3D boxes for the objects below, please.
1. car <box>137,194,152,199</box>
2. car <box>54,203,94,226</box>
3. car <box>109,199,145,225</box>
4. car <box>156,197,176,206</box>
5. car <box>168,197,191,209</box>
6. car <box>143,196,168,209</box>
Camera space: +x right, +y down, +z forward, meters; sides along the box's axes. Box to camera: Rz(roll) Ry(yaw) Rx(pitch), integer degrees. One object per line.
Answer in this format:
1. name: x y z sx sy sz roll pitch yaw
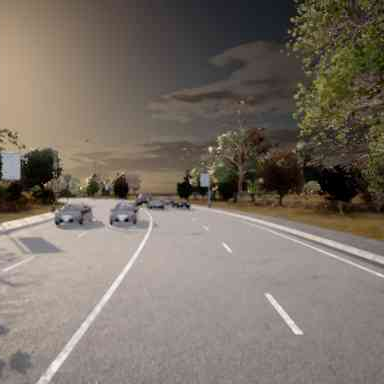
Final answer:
1. car: -7.742 1.273 54.468 2.150 2.045 5.566 0 0 -19
2. car: -8.304 1.521 23.740 2.128 1.511 4.902 0 0 -6
3. car: -4.842 1.520 24.267 2.128 1.511 4.902 0 0 -6
4. car: -4.433 1.547 55.610 2.128 1.511 4.902 0 0 -19
5. car: -1.571 1.647 45.735 1.895 1.301 4.718 0 0 -15
6. car: -4.996 1.607 45.012 1.994 1.385 4.181 0 0 -15
